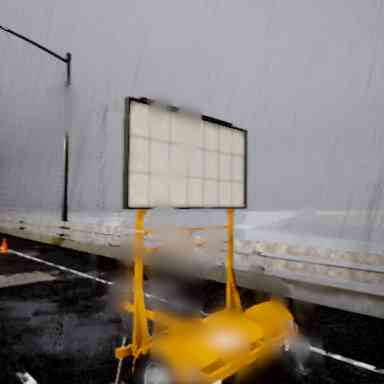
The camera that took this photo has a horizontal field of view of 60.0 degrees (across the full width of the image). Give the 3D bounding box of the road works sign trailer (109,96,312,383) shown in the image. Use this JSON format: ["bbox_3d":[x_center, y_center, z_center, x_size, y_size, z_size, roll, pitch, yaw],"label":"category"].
[{"bbox_3d":[-0.130,0.643,4.825,2.880,3.560,2.380,-1,-3,44],"label":"road works sign trailer"}]

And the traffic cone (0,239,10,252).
[{"bbox_3d":[-8.397,2.386,14.931,0.340,0.580,0.340,-1,-3,44],"label":"traffic cone"}]
